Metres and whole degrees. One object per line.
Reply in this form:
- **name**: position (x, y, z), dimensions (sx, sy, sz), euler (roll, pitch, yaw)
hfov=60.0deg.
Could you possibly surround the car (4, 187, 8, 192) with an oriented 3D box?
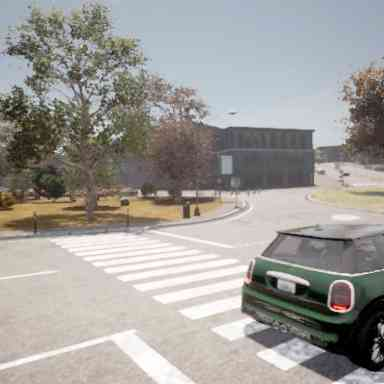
- **car**: position (-38.536, 0.214, 74.221), dimensions (1.946, 1.575, 5.366), euler (0, 3, 18)

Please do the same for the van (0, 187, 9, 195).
- **van**: position (-47.738, -0.166, 81.771), dimensions (1.878, 1.987, 4.442), euler (0, 3, 19)

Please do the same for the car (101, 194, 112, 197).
- **car**: position (-12.517, -0.054, 54.493), dimensions (2.435, 2.045, 5.566), euler (-1, 2, 16)

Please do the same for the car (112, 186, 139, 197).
- **car**: position (-10.098, 0.156, 52.780), dimensions (2.231, 1.521, 4.892), euler (-1, 2, 16)

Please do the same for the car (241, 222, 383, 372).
- **car**: position (3.079, 1.330, 5.867), dimensions (4.553, 1.767, 2.097), euler (0, 0, -34)

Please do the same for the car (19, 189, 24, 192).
- **car**: position (-33.820, 0.284, 70.708), dimensions (2.097, 1.535, 5.008), euler (0, 2, 18)

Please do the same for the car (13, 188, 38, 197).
- **car**: position (-36.171, 0.123, 72.516), dimensions (2.185, 1.767, 4.553), euler (0, 2, 18)

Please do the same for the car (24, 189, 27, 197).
- **car**: position (-31.492, 0.316, 68.865), dimensions (2.231, 1.521, 4.892), euler (-1, 2, 18)

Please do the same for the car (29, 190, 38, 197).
- **car**: position (-29.147, 0.084, 67.006), dimensions (2.435, 2.045, 5.566), euler (0, 2, 18)

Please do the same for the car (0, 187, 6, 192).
- **car**: position (-43.113, 0.132, 78.124), dimensions (2.097, 1.535, 5.008), euler (0, 2, 19)
